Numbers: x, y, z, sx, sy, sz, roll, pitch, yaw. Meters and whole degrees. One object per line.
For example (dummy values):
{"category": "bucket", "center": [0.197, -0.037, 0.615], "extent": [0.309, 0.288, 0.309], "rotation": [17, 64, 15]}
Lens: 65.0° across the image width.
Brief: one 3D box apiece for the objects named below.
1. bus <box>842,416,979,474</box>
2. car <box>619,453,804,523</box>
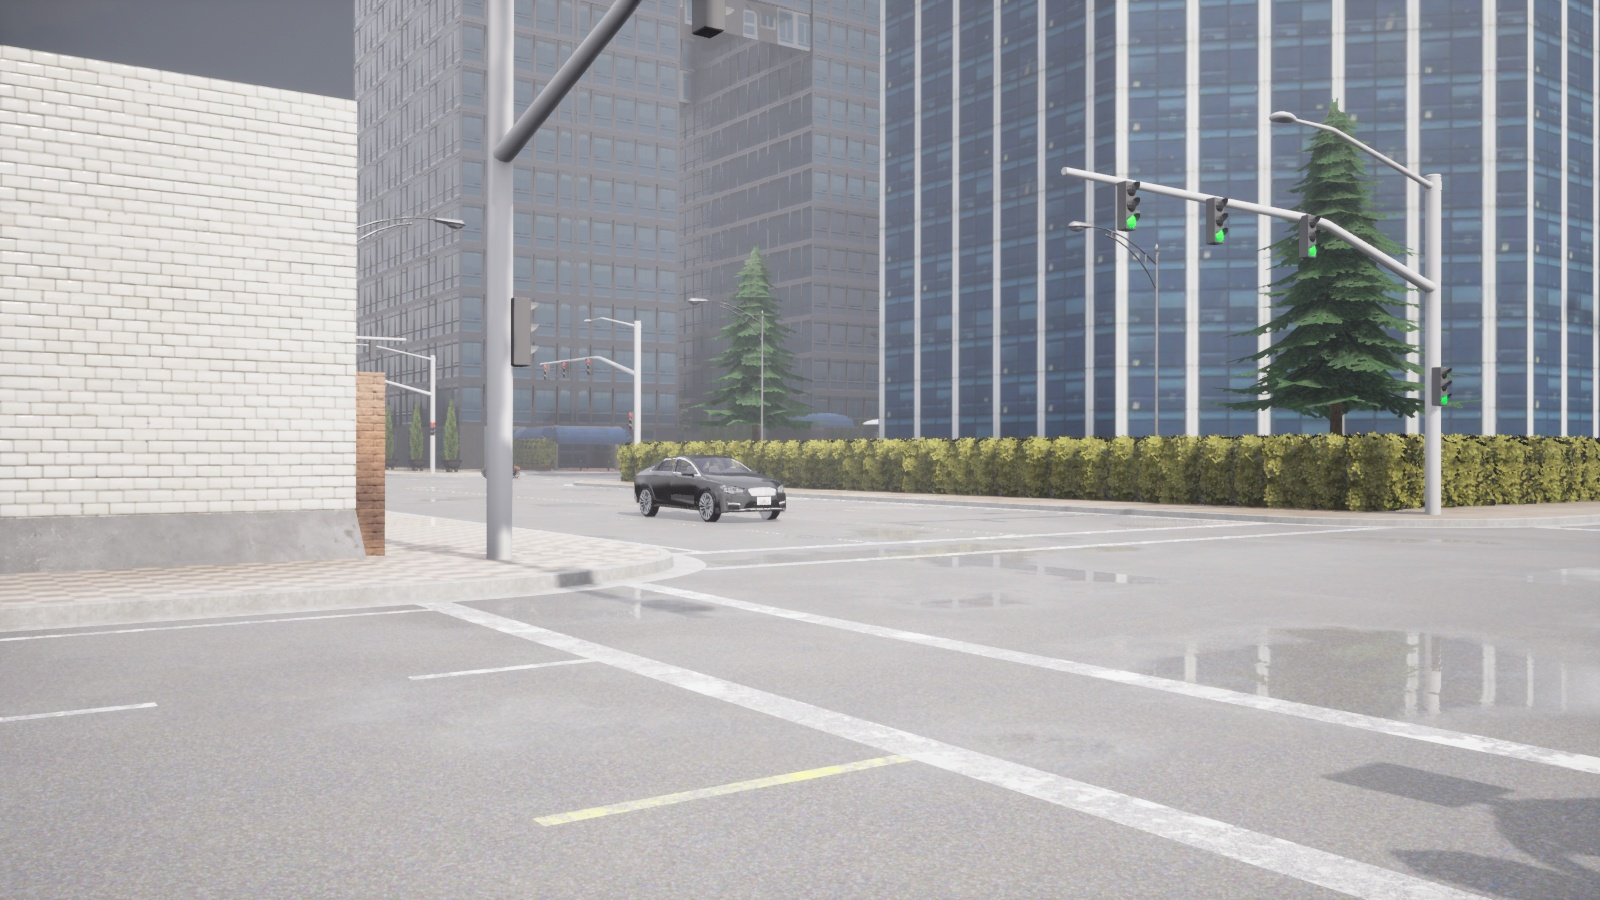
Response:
{"category": "bus", "center": [8.496, -0.360, 95.801], "extent": [10.273, 4.253, 3.944], "rotation": [0, 0, -35]}
{"category": "car", "center": [-2.194, 0.834, 29.697], "extent": [2.128, 1.511, 4.902], "rotation": [0, 0, -35]}
